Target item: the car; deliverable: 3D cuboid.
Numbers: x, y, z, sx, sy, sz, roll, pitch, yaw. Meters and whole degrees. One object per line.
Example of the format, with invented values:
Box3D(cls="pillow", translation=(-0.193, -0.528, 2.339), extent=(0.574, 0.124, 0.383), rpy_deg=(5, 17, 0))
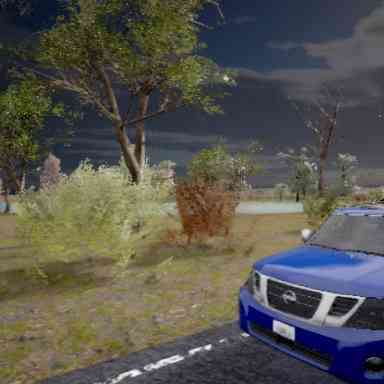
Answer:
Box3D(cls="car", translation=(3.306, 1.219, 5.401), extent=(5.566, 2.045, 2.150), rpy_deg=(0, 0, -35))
